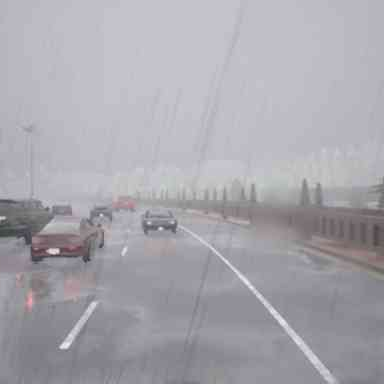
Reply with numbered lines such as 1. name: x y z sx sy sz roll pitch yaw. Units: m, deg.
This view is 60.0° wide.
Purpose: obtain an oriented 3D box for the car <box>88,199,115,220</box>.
1. car: -8.208 1.683 29.911 1.837 1.490 4.892 0 0 -17

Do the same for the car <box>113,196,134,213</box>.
1. car: -8.790 1.458 41.669 2.150 2.045 5.566 0 0 -23

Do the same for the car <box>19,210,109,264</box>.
1. car: -4.375 1.604 12.181 1.812 1.442 4.674 0 0 -7

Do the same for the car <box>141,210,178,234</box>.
1. car: -2.105 1.707 20.208 1.895 1.301 4.718 0 0 -11

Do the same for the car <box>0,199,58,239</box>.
1. car: -8.512 1.338 16.449 2.150 2.045 5.566 0 0 -10

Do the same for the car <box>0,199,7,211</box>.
1. car: -27.552 1.824 47.362 1.882 1.535 5.008 0 0 -31

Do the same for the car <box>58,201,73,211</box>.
1. car: -13.383 1.700 34.304 1.882 1.535 5.008 0 0 -20
